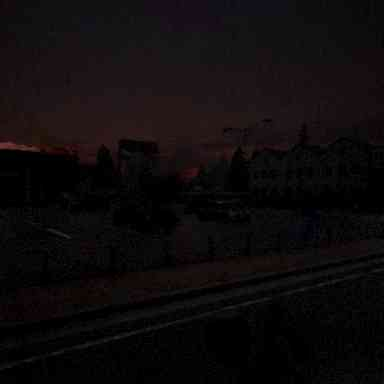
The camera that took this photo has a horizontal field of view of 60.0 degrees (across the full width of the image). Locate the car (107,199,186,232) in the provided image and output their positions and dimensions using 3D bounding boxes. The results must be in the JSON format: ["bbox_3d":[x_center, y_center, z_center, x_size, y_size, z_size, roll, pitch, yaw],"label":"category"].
[{"bbox_3d":[-2.812,1.262,19.277,2.152,1.636,5.027,1,0,-36],"label":"car"}]

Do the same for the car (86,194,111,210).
[{"bbox_3d":[-12.278,1.253,43.553,1.905,1.878,3.866,1,0,-36],"label":"car"}]

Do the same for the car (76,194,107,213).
[{"bbox_3d":[-10.373,1.238,35.241,1.932,1.855,4.605,1,0,-36],"label":"car"}]

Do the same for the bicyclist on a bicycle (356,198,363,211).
[{"bbox_3d":[21.215,1.570,42.196,1.656,1.620,0.582,0,0,-35],"label":"bicyclist on a bicycle"}]

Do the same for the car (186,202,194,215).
[{"bbox_3d":[1.095,1.514,31.136,2.007,1.523,4.514,1,0,-36],"label":"car"}]

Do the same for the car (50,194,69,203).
[{"bbox_3d":[-31.383,1.538,78.651,3.866,1.878,1.905,1,0,-36],"label":"car"}]

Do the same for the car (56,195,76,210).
[{"bbox_3d":[-15.340,1.501,42.114,1.970,1.475,3.806,1,0,-36],"label":"car"}]

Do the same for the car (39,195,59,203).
[{"bbox_3d":[-31.618,1.659,71.522,4.611,1.667,2.242,1,0,-36],"label":"car"}]

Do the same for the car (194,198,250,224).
[{"bbox_3d":[2.218,1.410,23.273,1.970,1.475,3.806,1,0,-36],"label":"car"}]
